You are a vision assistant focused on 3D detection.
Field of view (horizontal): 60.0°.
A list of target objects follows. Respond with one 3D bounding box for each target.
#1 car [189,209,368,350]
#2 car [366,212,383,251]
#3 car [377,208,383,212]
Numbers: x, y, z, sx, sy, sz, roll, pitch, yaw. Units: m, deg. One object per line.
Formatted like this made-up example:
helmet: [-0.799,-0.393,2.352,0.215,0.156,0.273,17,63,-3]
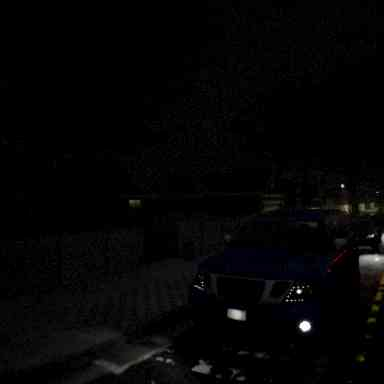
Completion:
car: [2.146,1.434,7.127,2.150,2.045,5.566,-3,-2,33]
car: [8.165,1.913,16.261,1.812,1.442,4.674,-3,-3,33]
car: [13.954,2.155,25.067,1.895,1.301,4.718,-3,-3,33]
